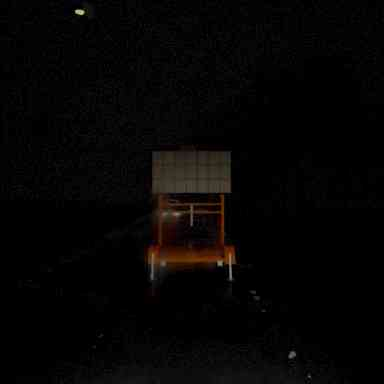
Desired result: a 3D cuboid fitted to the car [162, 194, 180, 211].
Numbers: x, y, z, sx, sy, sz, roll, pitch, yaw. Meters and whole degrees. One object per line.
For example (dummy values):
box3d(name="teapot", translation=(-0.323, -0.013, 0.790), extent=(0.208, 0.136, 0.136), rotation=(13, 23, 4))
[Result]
box3d(name="car", translation=(-2.703, 1.343, 43.424), extent=(2.150, 2.045, 5.566), rotation=(0, 0, 0))

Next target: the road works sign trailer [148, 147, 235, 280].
box3d(name="road works sign trailer", translation=(-0.009, 0.471, 9.892), extent=(2.380, 3.560, 2.880), rotation=(0, 0, 0))
